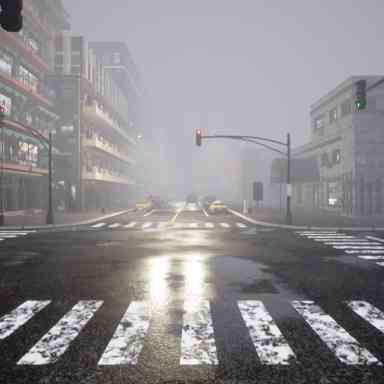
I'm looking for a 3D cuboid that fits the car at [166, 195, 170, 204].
[{"bbox_3d":[-5.717,1.603,61.600,2.008,1.369,4.403,0,0,0],"label":"car"}]

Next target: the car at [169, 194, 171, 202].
[{"bbox_3d":[-5.719,1.587,66.969,1.752,1.417,4.829,0,0,0],"label":"car"}]

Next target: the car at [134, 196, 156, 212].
[{"bbox_3d":[-5.706,1.549,39.273,1.752,1.417,4.829,0,0,0],"label":"car"}]

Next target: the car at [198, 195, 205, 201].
[{"bbox_3d":[2.650,1.632,89.471,1.752,1.417,4.829,0,0,0],"label":"car"}]

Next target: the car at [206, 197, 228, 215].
[{"bbox_3d":[2.677,1.544,34.079,1.752,1.417,4.829,0,0,0],"label":"car"}]

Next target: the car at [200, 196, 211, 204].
[{"bbox_3d":[2.661,1.612,67.144,2.008,1.369,4.403,0,0,0],"label":"car"}]

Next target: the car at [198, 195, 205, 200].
[{"bbox_3d":[2.648,1.670,94.840,2.008,1.369,4.403,0,0,0],"label":"car"}]

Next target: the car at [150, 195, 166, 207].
[{"bbox_3d":[-5.711,1.351,50.522,2.192,1.841,5.009,0,0,0],"label":"car"}]

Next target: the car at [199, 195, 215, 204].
[{"bbox_3d":[2.670,1.351,50.526,2.192,1.841,5.009,0,0,0],"label":"car"}]

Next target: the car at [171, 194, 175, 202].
[{"bbox_3d":[-5.725,1.628,78.218,1.887,1.381,4.507,0,0,0],"label":"car"}]

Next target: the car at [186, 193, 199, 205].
[{"bbox_3d":[-0.028,1.403,60.684,2.097,1.767,4.553,0,0,0],"label":"car"}]

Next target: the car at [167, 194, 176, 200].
[{"bbox_3d":[-5.732,1.434,94.836,2.192,1.841,5.009,0,0,0],"label":"car"}]

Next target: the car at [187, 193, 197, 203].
[{"bbox_3d":[-0.032,1.182,70.747,2.150,2.045,5.566,0,0,0],"label":"car"}]

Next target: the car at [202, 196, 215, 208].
[{"bbox_3d":[2.671,1.611,44.987,1.802,1.307,4.206,0,0,0],"label":"car"}]
